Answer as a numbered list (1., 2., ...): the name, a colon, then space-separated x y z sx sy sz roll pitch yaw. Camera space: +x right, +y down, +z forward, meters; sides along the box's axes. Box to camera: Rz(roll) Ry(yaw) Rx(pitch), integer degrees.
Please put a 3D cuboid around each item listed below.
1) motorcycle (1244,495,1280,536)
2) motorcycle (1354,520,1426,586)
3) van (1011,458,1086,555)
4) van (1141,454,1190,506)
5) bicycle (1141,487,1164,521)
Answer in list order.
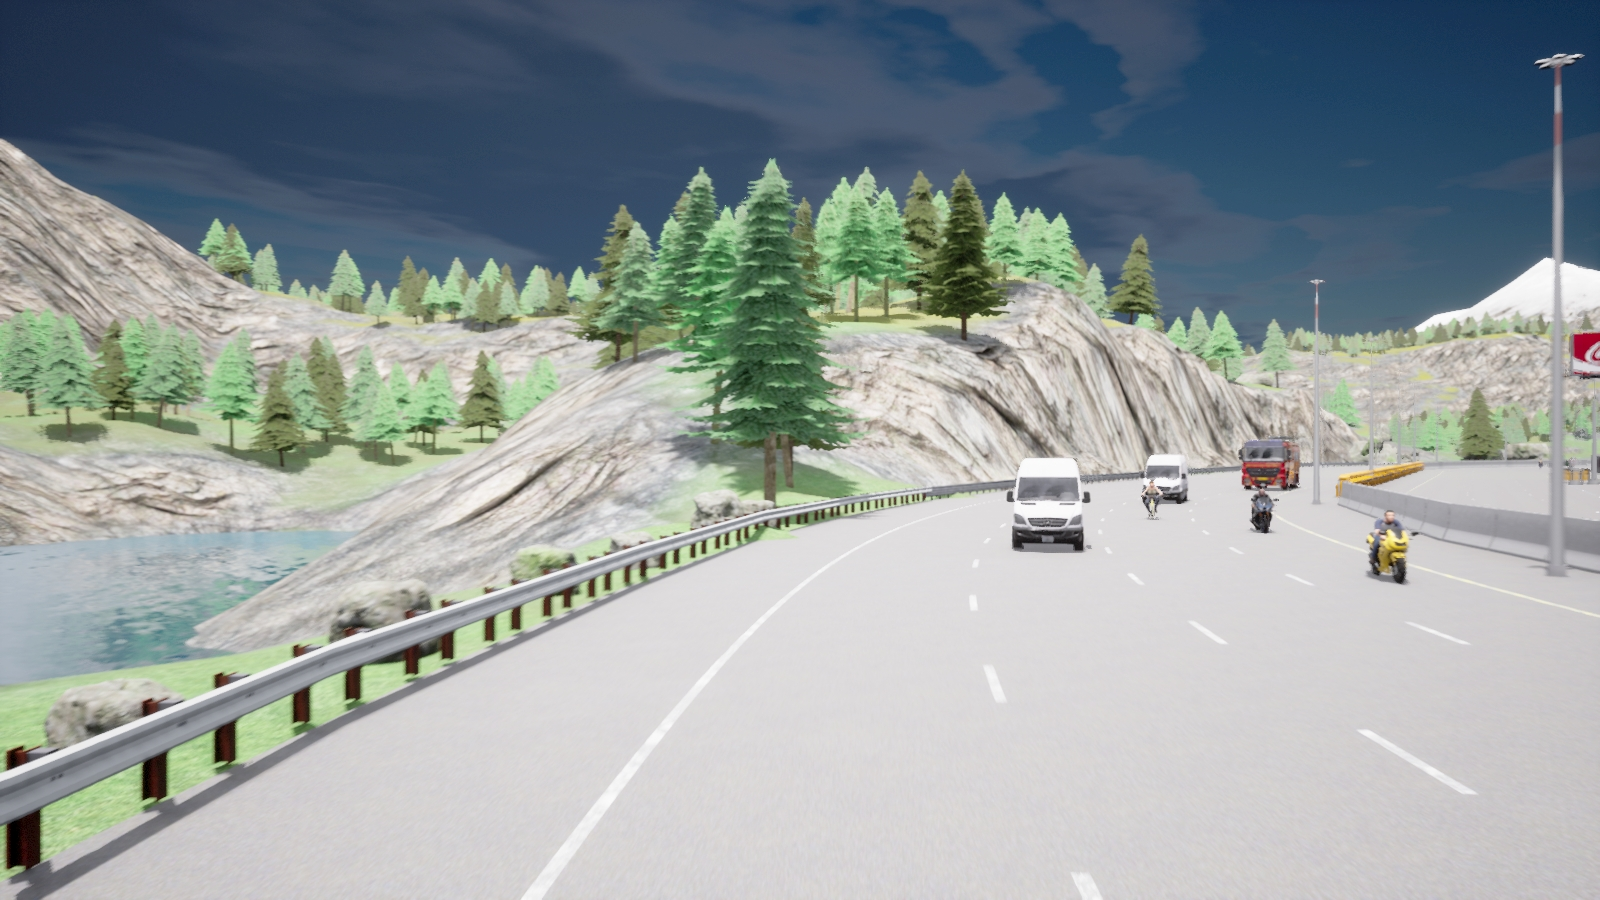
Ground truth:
1. motorcycle: 15.865 2.229 39.266 0.867 1.251 2.209 0 0 15
2. motorcycle: 12.715 2.196 24.697 0.803 1.217 2.033 0 0 10
3. van: 7.380 1.545 33.874 1.988 2.561 5.915 0 0 13
4. van: 19.794 1.560 61.778 1.988 2.561 5.915 0 1 23
5. bicycle: 14.152 2.170 45.928 0.859 1.295 1.487 0 0 16
